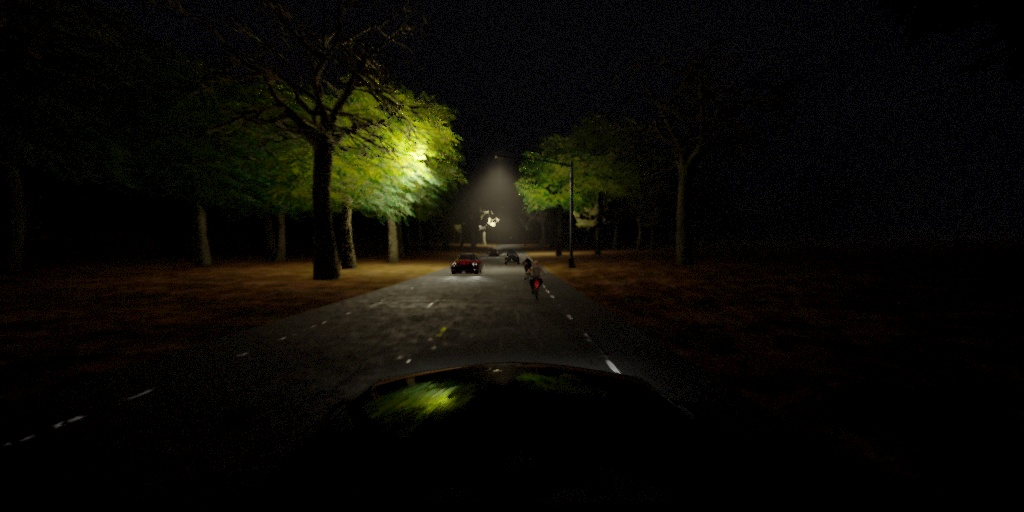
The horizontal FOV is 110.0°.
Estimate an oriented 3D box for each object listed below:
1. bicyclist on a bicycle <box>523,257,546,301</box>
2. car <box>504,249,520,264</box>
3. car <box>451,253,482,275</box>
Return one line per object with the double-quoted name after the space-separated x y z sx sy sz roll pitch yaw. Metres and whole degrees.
0.979 0.971 14.599 0.866 1.612 1.509 0 1 0 "bicyclist on a bicycle"
0.026 0.221 45.442 2.128 1.511 4.902 0 2 1 "car"
-3.587 0.556 28.907 2.097 1.767 4.553 0 2 0 "car"
